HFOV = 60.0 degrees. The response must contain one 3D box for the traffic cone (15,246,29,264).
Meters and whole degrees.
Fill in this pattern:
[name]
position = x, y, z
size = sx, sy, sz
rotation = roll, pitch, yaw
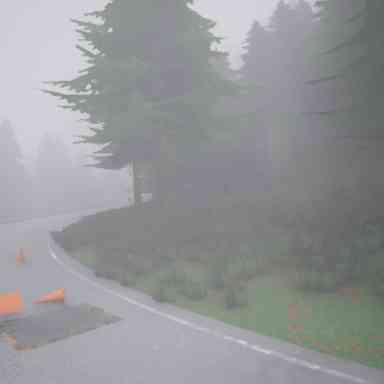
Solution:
[traffic cone]
position = -5.788, 2.118, 11.281
size = 0.340, 0.580, 0.340
rotation = 0, 0, 42
